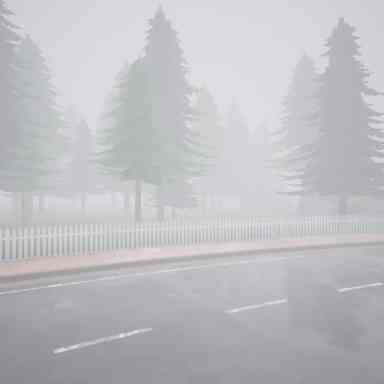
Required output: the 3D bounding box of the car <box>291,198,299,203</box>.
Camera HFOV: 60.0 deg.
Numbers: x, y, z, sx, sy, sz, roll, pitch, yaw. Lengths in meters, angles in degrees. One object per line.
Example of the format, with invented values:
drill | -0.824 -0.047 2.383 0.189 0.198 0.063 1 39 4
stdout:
car | 20.394 1.298 62.627 2.150 2.045 5.566 0 0 -4
